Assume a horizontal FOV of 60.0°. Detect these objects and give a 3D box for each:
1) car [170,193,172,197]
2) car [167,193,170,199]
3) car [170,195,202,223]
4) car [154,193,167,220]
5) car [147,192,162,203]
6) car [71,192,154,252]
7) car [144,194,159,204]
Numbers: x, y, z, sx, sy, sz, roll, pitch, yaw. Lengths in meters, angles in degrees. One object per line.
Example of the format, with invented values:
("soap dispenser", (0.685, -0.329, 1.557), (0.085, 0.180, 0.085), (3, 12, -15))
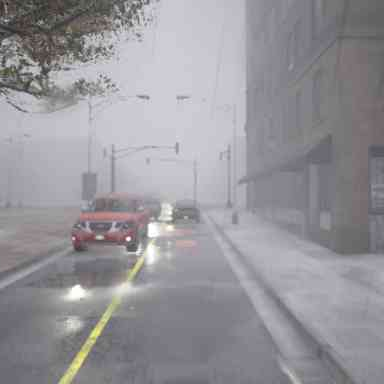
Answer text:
("car", (-7.247, 1.285, 90.194), (1.887, 1.381, 4.507), (2, 0, -1))
("car", (-7.019, 1.252, 79.616), (1.802, 1.307, 4.206), (2, 0, -1))
("car", (-0.414, 1.237, 22.665), (1.837, 1.490, 4.892), (0, 1, -1))
("car", (-3.267, 1.158, 24.695), (2.128, 1.511, 4.902), (0, 2, -1))
("car", (-6.553, 0.891, 58.460), (2.192, 1.841, 5.009), (2, 0, -1))
("car", (-3.054, 1.107, 13.631), (2.150, 2.045, 5.566), (0, 0, -1))
("car", (-6.454, 1.112, 53.476), (2.008, 1.369, 4.403), (2, 0, -1))
